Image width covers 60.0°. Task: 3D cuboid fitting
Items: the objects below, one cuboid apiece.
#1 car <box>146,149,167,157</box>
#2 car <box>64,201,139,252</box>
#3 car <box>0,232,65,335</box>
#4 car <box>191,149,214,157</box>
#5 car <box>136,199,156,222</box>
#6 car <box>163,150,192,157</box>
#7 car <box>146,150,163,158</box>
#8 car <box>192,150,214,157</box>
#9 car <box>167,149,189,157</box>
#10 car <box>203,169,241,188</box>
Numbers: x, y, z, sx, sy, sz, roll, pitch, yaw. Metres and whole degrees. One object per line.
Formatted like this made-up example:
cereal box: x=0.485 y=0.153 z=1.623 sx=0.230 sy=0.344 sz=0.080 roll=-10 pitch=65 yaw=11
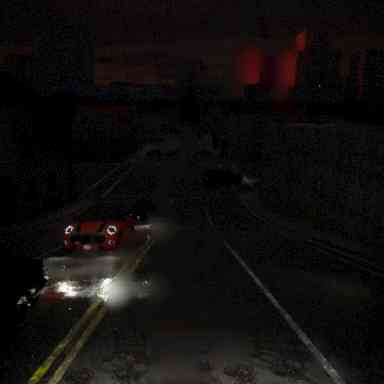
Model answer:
car: x=-7.700 y=-8.479 z=72.074 sx=4.536 sy=1.218 sz=1.853 roll=12 pitch=18 yaw=42
car: x=-3.773 y=1.412 z=14.140 sx=2.097 sy=1.767 sz=4.553 roll=0 pitch=-1 yaw=-1
car: x=-3.659 y=1.593 z=4.164 sx=2.033 sy=1.411 sz=5.357 roll=-1 pitch=0 yaw=-1
car: x=2.261 y=-8.594 z=72.928 sx=4.536 sy=1.218 sz=1.853 roll=7 pitch=15 yaw=27
car: x=-3.877 y=1.407 z=26.224 sx=1.837 sy=1.490 sz=4.892 roll=0 pitch=4 yaw=-1
car: x=-3.055 y=-8.290 z=72.125 sx=4.974 sy=1.542 sz=2.038 roll=-9 pitch=16 yaw=-36
car: x=-7.663 y=-8.317 z=72.075 sx=4.974 sy=1.542 sz=2.038 roll=12 pitch=18 yaw=42
car: x=2.306 y=-8.435 z=72.939 sx=4.974 sy=1.542 sz=2.038 roll=7 pitch=15 yaw=27
car: x=-3.012 y=-8.451 z=72.120 sx=4.536 sy=1.218 sz=1.853 roll=-9 pitch=16 yaw=-36
car: x=4.030 y=-1.955 z=43.965 sx=5.566 sy=2.045 sz=2.150 roll=-9 pitch=16 yaw=-36
